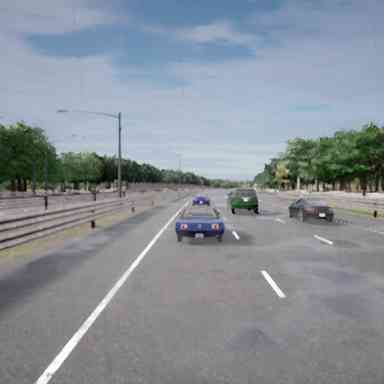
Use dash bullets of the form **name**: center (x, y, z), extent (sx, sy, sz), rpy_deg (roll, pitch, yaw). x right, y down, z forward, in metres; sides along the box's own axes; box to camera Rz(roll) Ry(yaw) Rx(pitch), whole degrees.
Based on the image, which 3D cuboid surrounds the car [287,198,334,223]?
- **car**: center (7.513, 1.116, 21.326), extent (1.812, 1.442, 4.674), rpy_deg (0, 1, 2)

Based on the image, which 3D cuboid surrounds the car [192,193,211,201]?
- **car**: center (1.034, 0.830, 36.387), extent (1.812, 1.442, 4.674), rpy_deg (0, 1, 2)

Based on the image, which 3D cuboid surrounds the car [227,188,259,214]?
- **car**: center (4.226, 0.682, 28.127), extent (2.150, 2.045, 5.566), rpy_deg (0, 1, 2)

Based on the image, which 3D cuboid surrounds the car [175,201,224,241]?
- **car**: center (0.342, 1.312, 14.861), extent (1.895, 1.301, 4.718), rpy_deg (0, 1, 1)
